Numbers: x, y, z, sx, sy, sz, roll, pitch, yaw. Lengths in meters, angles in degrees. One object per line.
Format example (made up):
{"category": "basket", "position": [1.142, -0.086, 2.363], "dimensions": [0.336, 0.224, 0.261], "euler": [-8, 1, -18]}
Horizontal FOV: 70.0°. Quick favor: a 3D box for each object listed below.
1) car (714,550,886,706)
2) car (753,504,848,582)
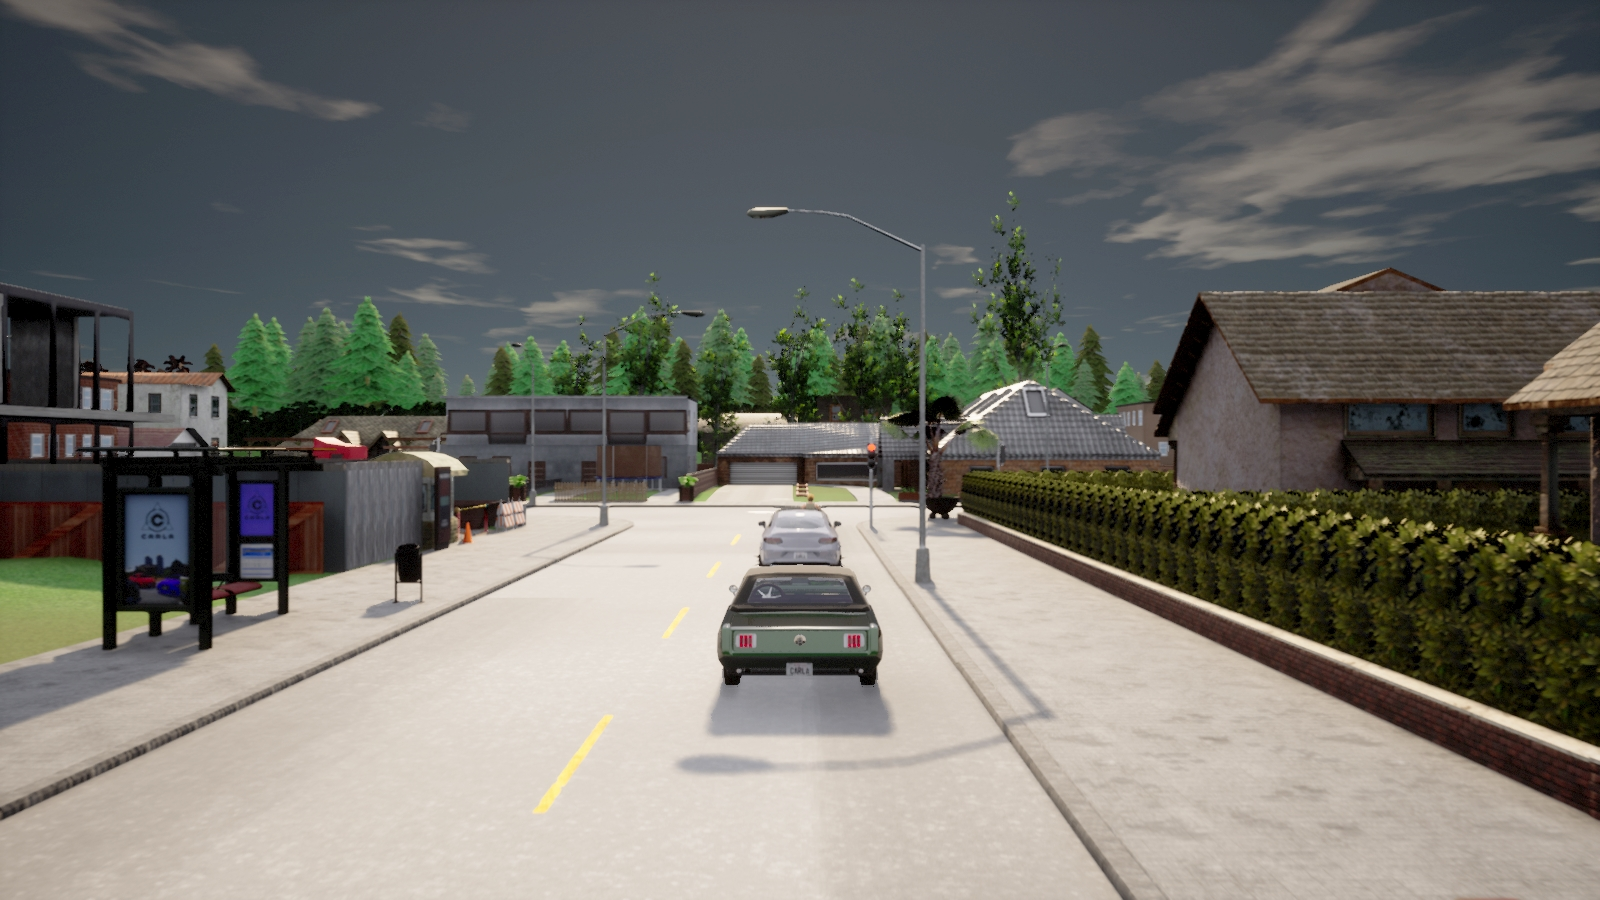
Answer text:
{"category": "car", "position": [0.000, 2.154, 14.898], "dimensions": [1.895, 1.301, 4.718], "euler": [0, 0, 0]}
{"category": "car", "position": [-0.002, 2.080, 26.617], "dimensions": [2.002, 1.442, 4.674], "euler": [0, 0, 0]}
